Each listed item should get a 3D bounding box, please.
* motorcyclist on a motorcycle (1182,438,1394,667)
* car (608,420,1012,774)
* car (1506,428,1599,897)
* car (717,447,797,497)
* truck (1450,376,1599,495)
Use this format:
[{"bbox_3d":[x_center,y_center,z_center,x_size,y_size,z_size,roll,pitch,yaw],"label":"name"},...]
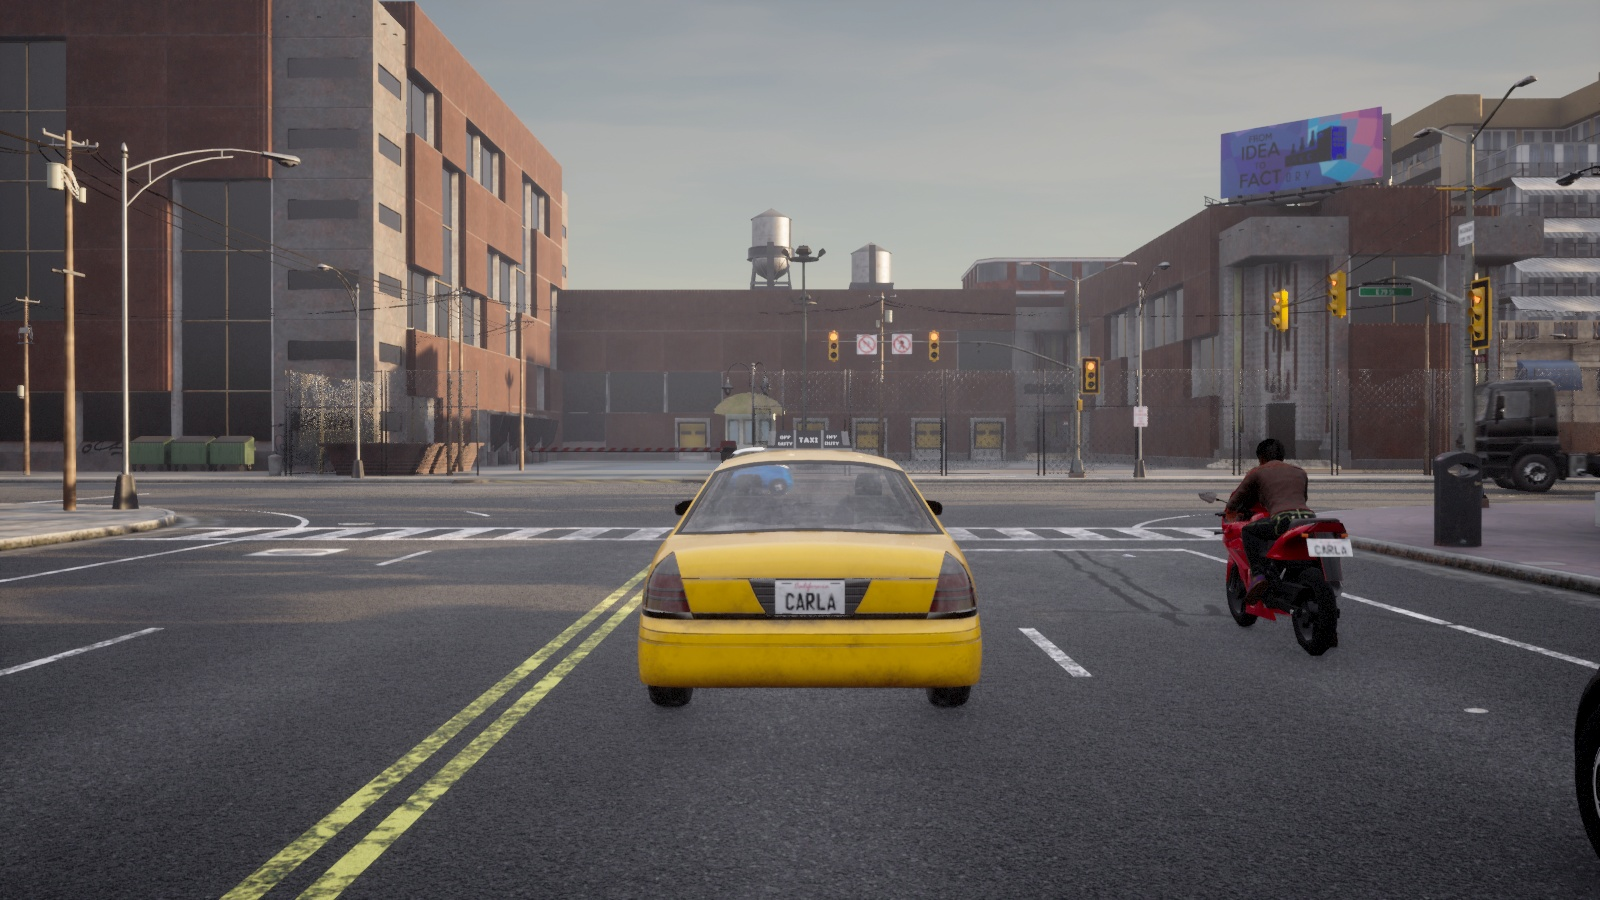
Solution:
[{"bbox_3d":[3.563,0.678,9.397,0.797,1.523,2.044,0,0,0],"label":"motorcyclist on a motorcycle"},{"bbox_3d":[0.057,0.639,8.274,1.801,1.575,5.366,0,0,0],"label":"car"},{"bbox_3d":[3.526,0.712,2.849,1.789,1.549,3.705,0,0,1],"label":"car"},{"bbox_3d":[-1.195,0.599,35.655,2.207,1.376,1.481,0,0,1],"label":"car"},{"bbox_3d":[24.188,-0.428,37.632,7.936,3.462,2.891,0,0,16],"label":"truck"}]
